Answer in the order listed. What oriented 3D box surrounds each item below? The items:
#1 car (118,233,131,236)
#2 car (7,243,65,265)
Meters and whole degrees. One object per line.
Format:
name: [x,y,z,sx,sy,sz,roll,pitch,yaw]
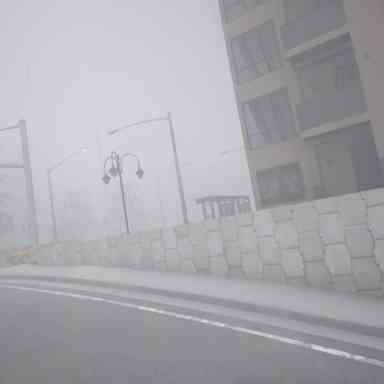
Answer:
car: [-7.855,5.455,37.491,1.895,1.301,4.718,-14,-8,35]
car: [-13.695,5.362,29.558,1.882,1.535,5.008,-14,-8,35]
